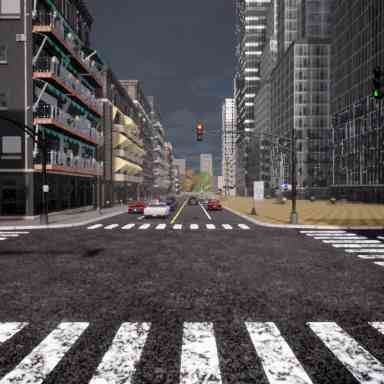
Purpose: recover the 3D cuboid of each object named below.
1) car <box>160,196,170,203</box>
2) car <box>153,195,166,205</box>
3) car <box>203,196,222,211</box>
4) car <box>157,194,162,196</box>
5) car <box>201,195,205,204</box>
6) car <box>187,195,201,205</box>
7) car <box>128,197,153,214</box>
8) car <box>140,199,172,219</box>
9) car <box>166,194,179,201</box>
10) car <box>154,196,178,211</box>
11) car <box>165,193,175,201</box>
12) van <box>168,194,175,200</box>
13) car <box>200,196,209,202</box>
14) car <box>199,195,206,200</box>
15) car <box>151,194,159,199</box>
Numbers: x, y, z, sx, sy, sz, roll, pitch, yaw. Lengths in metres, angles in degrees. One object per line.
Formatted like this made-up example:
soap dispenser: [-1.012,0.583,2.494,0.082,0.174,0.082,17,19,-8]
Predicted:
car: [-5.615,1.584,69.311,1.802,1.307,4.206,-1,0,0]
car: [-5.631,1.439,58.013,1.967,1.590,4.097,-1,0,0]
car: [2.697,1.541,41.113,1.887,1.381,4.507,-1,0,0]
car: [-5.639,1.312,52.365,2.192,1.841,5.009,-1,0,0]
car: [2.725,1.551,63.709,2.008,1.369,4.403,-1,0,0]
car: [0.167,1.525,58.369,1.812,1.442,4.674,0,0,0]
car: [-5.657,1.540,35.417,1.887,1.381,4.507,-1,0,0]
car: [-3.063,1.597,29.467,1.895,1.301,4.718,0,0,0]
car: [-3.027,1.502,49.709,1.837,1.490,4.892,0,0,0]
car: [-3.039,1.560,39.528,1.994,1.385,4.181,0,0,1]
car: [-5.598,1.322,86.258,2.192,1.841,5.009,-1,0,0]
van: [-5.590,1.351,91.906,1.690,1.788,3.998,-1,0,0]
car: [2.739,1.548,75.007,1.887,1.381,4.507,-1,0,0]
car: [2.760,1.535,92.125,1.752,1.417,4.829,-1,0,0]
car: [-5.652,1.436,41.066,1.967,1.590,4.097,-1,0,0]
